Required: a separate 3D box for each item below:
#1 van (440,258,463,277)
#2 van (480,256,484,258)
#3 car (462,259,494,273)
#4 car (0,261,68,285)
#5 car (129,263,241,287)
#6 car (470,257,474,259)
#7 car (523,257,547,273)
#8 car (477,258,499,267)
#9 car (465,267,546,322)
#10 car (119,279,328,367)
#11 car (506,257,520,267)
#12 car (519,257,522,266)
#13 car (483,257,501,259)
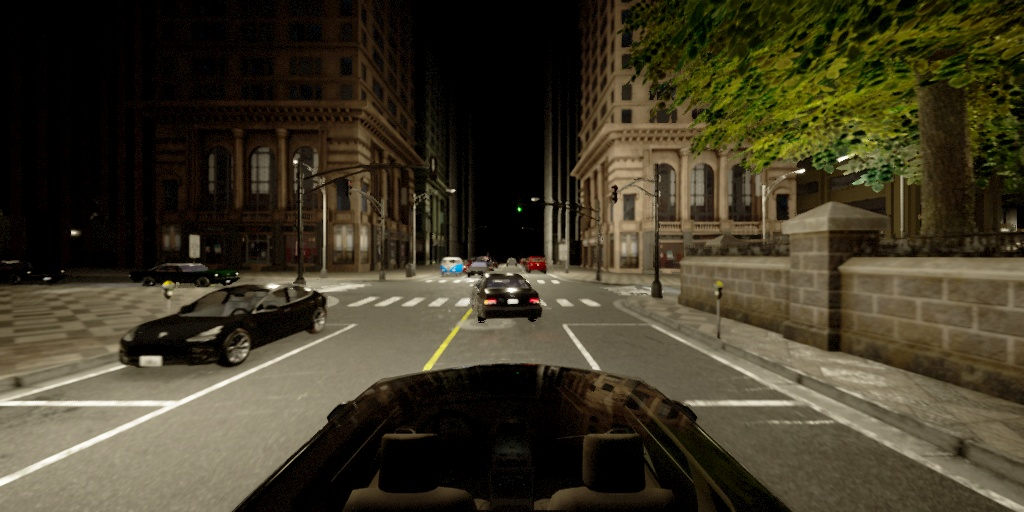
[{"bbox_3d":[-5.777,1.040,34.558,1.690,1.789,3.998,0,0,0],"label":"van"},{"bbox_3d":[-5.787,1.026,56.322,1.690,1.789,3.998,0,0,0],"label":"van"},{"bbox_3d":[-3.114,1.247,34.056,2.033,1.411,5.357,0,0,0],"label":"car"},{"bbox_3d":[-27.822,0.910,19.761,4.718,1.301,1.895,1,0,0],"label":"car"},{"bbox_3d":[-17.868,1.063,19.809,4.718,1.301,1.895,1,0,0],"label":"car"},{"bbox_3d":[-5.779,1.134,39.999,1.967,1.591,4.097,0,0,0],"label":"car"},{"bbox_3d":[2.746,1.009,40.011,2.192,1.841,5.009,0,0,0],"label":"car"},{"bbox_3d":[-3.115,1.238,44.691,2.033,1.411,5.357,0,0,0],"label":"car"},{"bbox_3d":[-0.385,1.277,12.203,2.033,1.411,5.357,0,0,-9],"label":"car"},{"bbox_3d":[-5.765,1.303,7.901,1.948,1.339,4.313,0,0,0],"label":"car"},{"bbox_3d":[-0.027,1.207,65.164,1.812,1.442,4.674,0,0,0],"label":"car"},{"bbox_3d":[2.737,1.233,61.774,2.007,1.370,4.403,0,0,0],"label":"car"},{"bbox_3d":[-3.097,1.211,55.011,1.812,1.442,4.674,0,0,0],"label":"car"}]
